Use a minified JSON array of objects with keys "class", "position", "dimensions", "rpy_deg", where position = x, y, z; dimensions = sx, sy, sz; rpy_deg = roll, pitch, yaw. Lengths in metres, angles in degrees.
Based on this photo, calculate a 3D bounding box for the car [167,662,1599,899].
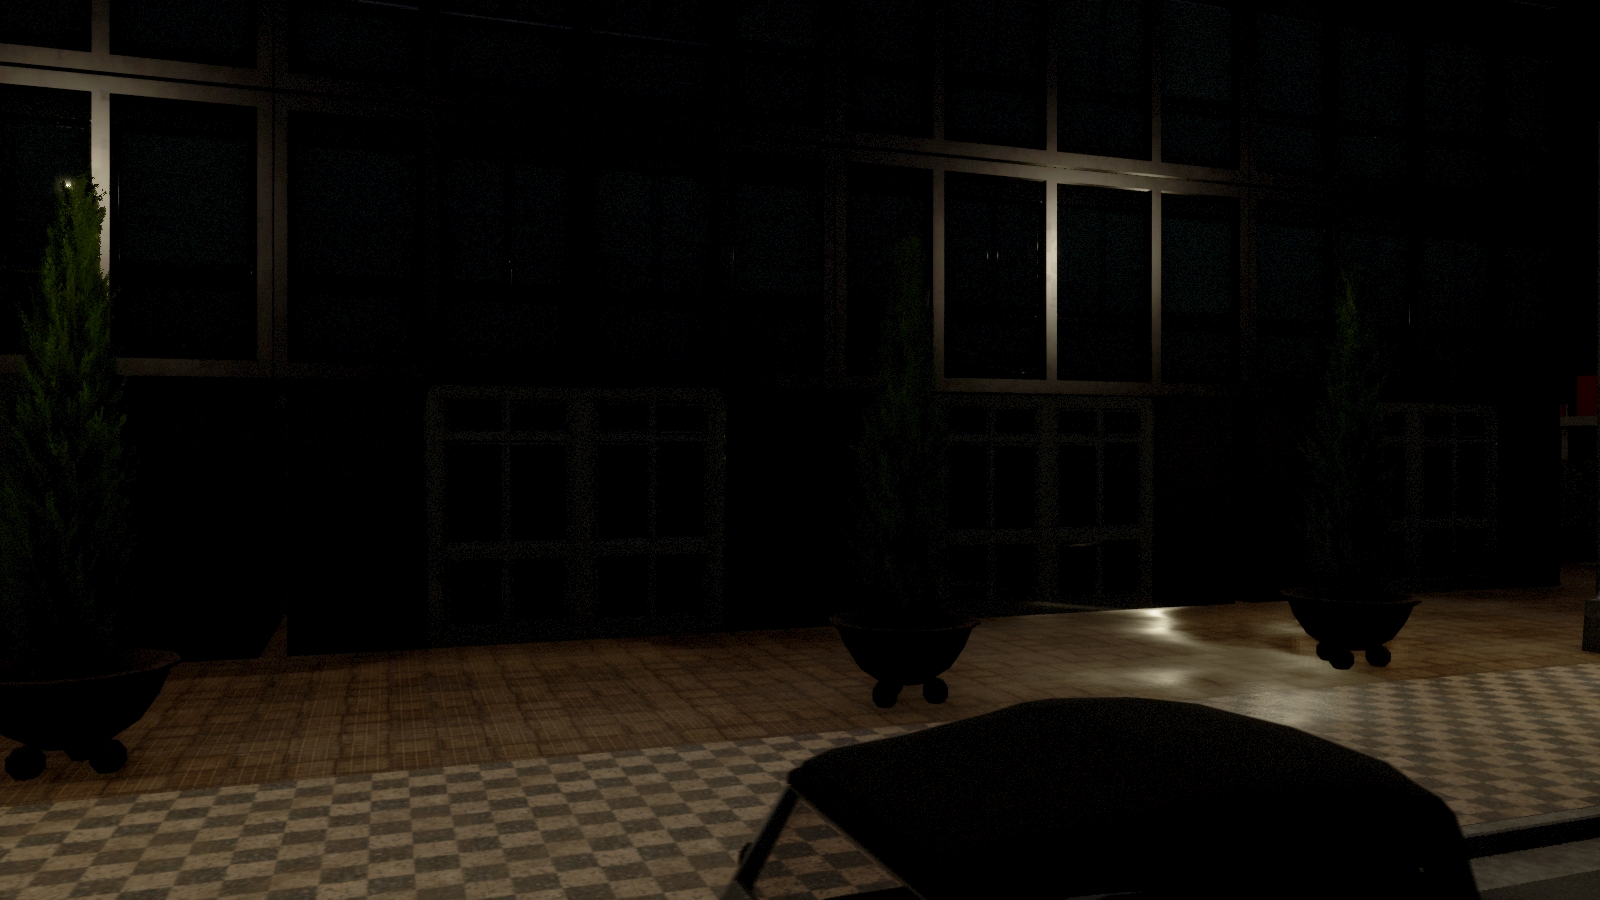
[{"class":"car","position":[0.367,1.858,3.430],"dimensions":[3.866,1.878,1.905],"rpy_deg":[0,0,-20]}]
